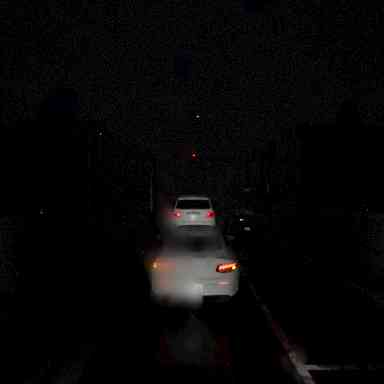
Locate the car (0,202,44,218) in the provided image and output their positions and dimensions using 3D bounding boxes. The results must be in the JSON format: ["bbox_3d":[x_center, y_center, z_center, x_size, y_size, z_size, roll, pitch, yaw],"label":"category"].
[{"bbox_3d":[-16.154,1.627,30.299,4.902,1.511,2.128,0,1,0],"label":"car"}]

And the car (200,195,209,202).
[{"bbox_3d":[2.885,1.453,78.389,1.967,1.590,4.097,-1,0,0],"label":"car"}]

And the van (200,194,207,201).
[{"bbox_3d":[2.902,1.356,83.921,1.690,1.788,3.998,-1,0,0],"label":"van"}]

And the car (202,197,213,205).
[{"bbox_3d":[2.832,1.588,61.791,1.802,1.307,4.206,-1,0,0],"label":"car"}]

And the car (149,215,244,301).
[{"bbox_3d":[0.082,1.523,8.175,1.812,1.442,4.674,0,0,1],"label":"car"}]

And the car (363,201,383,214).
[{"bbox_3d":[19.690,1.454,33.117,4.718,1.301,1.895,0,1,0],"label":"car"}]

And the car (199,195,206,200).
[{"bbox_3d":[2.944,1.570,94.986,2.008,1.369,4.403,-1,0,0],"label":"car"}]

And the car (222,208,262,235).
[{"bbox_3d":[2.683,1.546,18.281,2.008,1.369,4.403,-1,0,0],"label":"car"}]

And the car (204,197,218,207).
[{"bbox_3d":[2.793,1.547,50.726,1.887,1.381,4.507,-1,0,0],"label":"car"}]

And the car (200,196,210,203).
[{"bbox_3d":[2.869,1.555,72.856,1.887,1.381,4.507,-1,0,0],"label":"car"}]

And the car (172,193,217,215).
[{"bbox_3d":[0.091,1.217,17.925,2.150,2.045,5.566,0,0,1],"label":"car"}]
